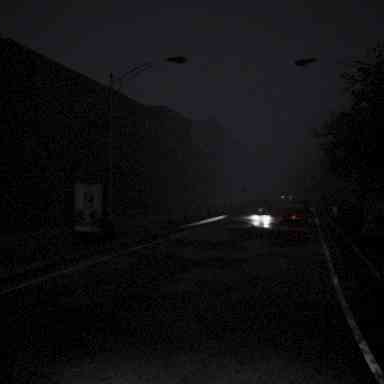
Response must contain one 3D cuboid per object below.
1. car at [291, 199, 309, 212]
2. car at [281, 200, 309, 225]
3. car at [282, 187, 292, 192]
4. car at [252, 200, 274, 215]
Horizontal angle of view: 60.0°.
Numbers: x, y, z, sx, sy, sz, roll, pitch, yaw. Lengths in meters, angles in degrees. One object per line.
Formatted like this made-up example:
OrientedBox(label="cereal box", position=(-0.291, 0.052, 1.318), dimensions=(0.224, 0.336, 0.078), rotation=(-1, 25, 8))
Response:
OrientedBox(label="car", position=(13.657, 1.676, 41.948), dimensions=(1.994, 1.385, 4.181), rotation=(1, 2, 19))
OrientedBox(label="car", position=(8.116, 1.675, 26.143), dimensions=(1.882, 1.535, 5.008), rotation=(1, -1, 19))
OrientedBox(label="car", position=(21.742, -0.511, 75.741), dimensions=(1.882, 1.535, 5.008), rotation=(1, 4, 21))
OrientedBox(label="car", position=(7.853, 1.641, 36.564), dimensions=(2.128, 1.511, 4.902), rotation=(1, 1, 19))
